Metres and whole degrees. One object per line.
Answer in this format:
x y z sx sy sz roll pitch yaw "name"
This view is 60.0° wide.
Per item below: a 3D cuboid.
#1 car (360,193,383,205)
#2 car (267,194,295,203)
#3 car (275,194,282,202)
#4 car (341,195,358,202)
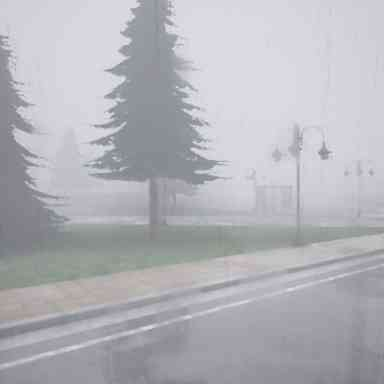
28.141 1.335 50.117 1.970 1.475 3.806 0 0 -36 "car"
17.419 1.281 65.396 2.152 1.636 5.027 0 0 -36 "car"
14.896 1.294 63.532 2.007 1.523 4.514 0 0 -36 "car"
31.519 1.255 66.030 1.845 1.501 3.633 0 0 -36 "car"
